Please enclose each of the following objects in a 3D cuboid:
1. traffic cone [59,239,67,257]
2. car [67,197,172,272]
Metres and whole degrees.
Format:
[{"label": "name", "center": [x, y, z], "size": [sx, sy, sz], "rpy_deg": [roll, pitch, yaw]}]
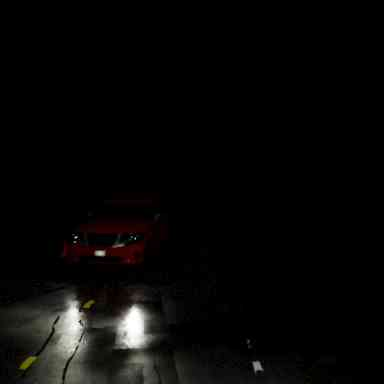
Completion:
[{"label": "traffic cone", "center": [-4.345, 1.911, 11.450], "size": [0.340, 0.580, 0.340], "rpy_deg": [0, 0, 6]}, {"label": "car", "center": [-2.060, 1.197, 11.152], "size": [2.150, 2.045, 5.566], "rpy_deg": [0, 0, 6]}]
